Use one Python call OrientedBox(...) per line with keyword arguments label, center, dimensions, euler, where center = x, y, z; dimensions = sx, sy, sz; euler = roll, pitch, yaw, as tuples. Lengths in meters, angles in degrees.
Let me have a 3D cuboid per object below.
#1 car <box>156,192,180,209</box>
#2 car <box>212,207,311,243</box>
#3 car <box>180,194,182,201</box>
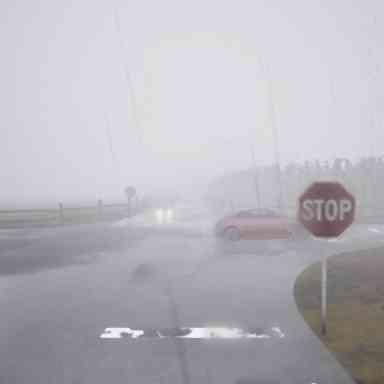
OrientedBox(label="car", center=(-2.829, 0.983, 36.635), dimensions=(2.128, 1.511, 4.902), euler=(0, 1, 0))
OrientedBox(label="car", center=(2.954, 1.314, 14.021), dimensions=(4.181, 1.385, 1.994), euler=(-1, 1, 0))
OrientedBox(label="car", center=(-2.795, 0.785, 54.459), dimensions=(1.812, 1.442, 4.674), euler=(0, 1, 0))
